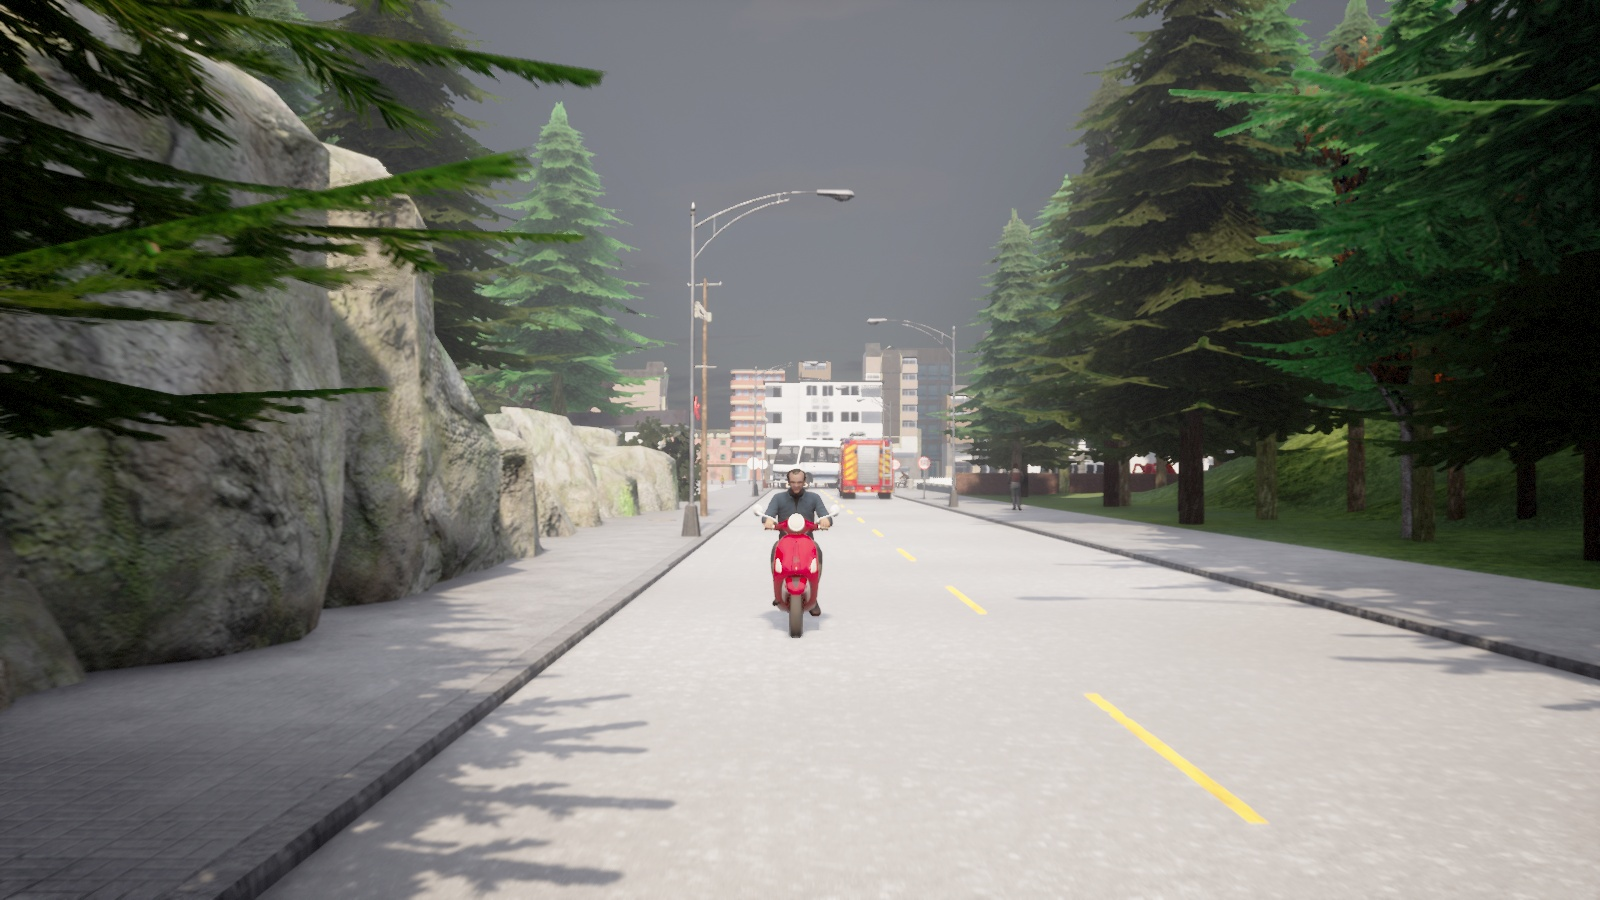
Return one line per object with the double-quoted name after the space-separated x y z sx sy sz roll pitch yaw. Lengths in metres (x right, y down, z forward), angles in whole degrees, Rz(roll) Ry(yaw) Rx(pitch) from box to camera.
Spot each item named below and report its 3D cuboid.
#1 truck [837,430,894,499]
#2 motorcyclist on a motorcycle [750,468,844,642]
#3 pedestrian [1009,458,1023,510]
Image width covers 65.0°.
3.798 0.887 74.762 2.891 3.827 8.468 0 -1 0 "truck"
-0.030 0.977 12.455 0.866 1.590 1.817 0 -1 0 "motorcyclist on a motorcycle"
8.157 1.287 47.510 0.402 1.930 0.666 0 -1 0 "pedestrian"
